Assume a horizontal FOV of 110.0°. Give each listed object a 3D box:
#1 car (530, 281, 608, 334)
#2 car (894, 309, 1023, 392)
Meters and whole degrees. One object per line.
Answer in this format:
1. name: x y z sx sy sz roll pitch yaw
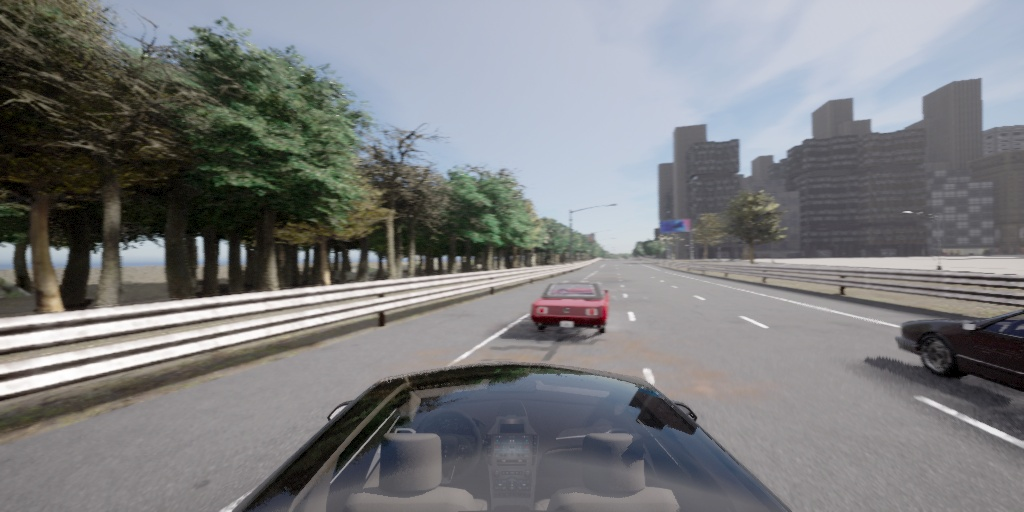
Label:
1. car: 1.952 1.403 10.911 1.895 1.301 4.718 -1 -1 16
2. car: 7.245 1.222 3.967 2.033 1.411 5.357 -1 0 16
